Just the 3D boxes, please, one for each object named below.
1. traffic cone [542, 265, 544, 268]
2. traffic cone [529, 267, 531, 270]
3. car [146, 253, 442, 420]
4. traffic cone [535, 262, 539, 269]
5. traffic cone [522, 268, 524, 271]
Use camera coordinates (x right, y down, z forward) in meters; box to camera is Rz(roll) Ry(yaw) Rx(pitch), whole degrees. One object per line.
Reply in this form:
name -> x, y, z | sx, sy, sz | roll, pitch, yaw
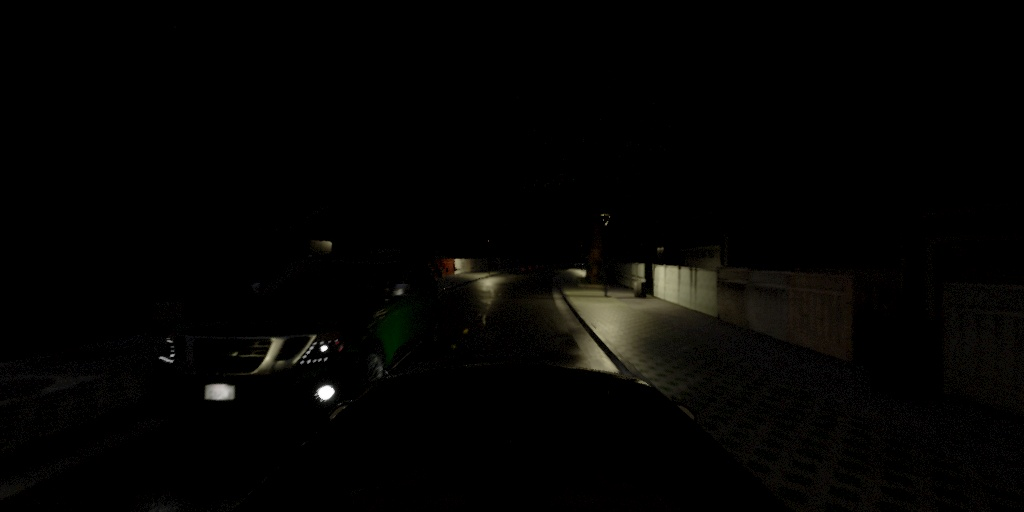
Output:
traffic cone -> 5.413, 1.761, 63.198 | 0.340, 0.580, 0.340 | 0, 0, 17
traffic cone -> 2.687, 1.740, 53.455 | 0.340, 0.580, 0.340 | 0, 0, 14
car -> -2.747, 0.965, 6.225 | 2.150, 2.045, 5.566 | 0, 0, 2
traffic cone -> 3.992, 1.750, 58.343 | 0.340, 0.580, 0.340 | 0, 0, 16
traffic cone -> 1.498, 1.731, 48.538 | 0.340, 0.580, 0.340 | 0, 0, 13
